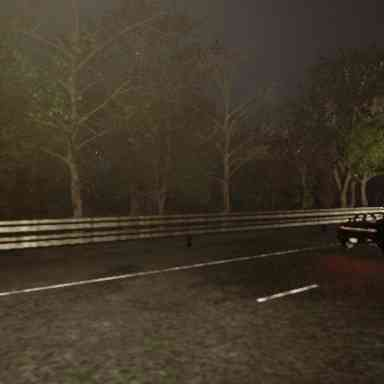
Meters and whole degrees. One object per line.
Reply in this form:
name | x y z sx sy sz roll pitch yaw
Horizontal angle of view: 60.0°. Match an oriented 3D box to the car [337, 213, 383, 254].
car | 8.058 1.633 13.980 4.902 1.511 2.128 1 0 -36
